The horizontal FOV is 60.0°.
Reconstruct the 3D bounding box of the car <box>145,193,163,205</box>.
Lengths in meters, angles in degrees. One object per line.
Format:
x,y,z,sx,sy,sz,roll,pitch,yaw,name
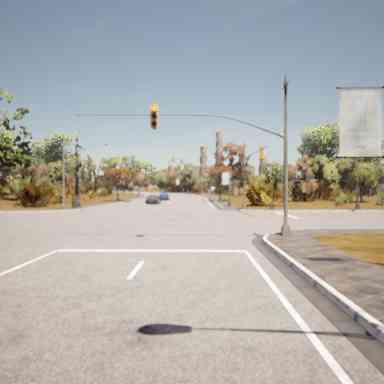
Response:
-6.053,1.161,51.686,1.882,1.535,5.008,0,1,1,car

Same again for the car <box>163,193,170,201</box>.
-5.657,0.957,67.810,1.882,1.535,5.008,0,1,1,car
